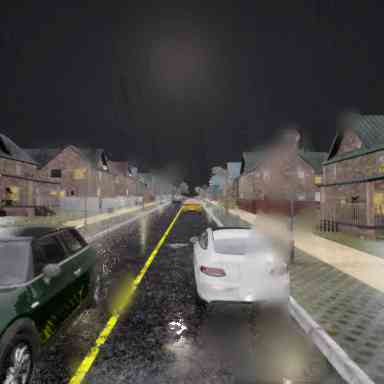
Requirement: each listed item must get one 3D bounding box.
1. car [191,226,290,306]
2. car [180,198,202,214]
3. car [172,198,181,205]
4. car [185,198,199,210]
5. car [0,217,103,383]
[{"bbox_3d":[0.952,1.534,7.900,1.812,1.442,4.674,0,0,0],"label":"car"},{"bbox_3d":[0.026,1.530,36.291,1.882,1.535,5.008,0,0,0],"label":"car"},{"bbox_3d":[-2.837,1.728,62.762,1.895,1.301,4.718,0,0,0],"label":"car"},{"bbox_3d":[-0.022,1.581,46.302,1.837,1.490,4.892,0,0,1],"label":"car"},{"bbox_3d":[-2.857,1.356,4.882,2.097,1.767,4.553,0,0,0],"label":"car"}]
